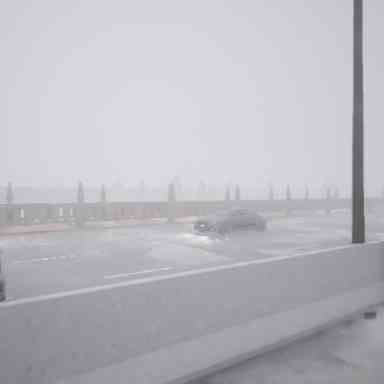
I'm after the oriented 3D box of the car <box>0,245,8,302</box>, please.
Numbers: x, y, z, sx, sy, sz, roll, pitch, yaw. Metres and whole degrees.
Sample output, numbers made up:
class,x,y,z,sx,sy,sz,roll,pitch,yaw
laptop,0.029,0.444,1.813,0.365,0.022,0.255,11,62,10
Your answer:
class,x,y,z,sx,sy,sz,roll,pitch,yaw
car,-5.573,1.221,4.318,5.566,2.045,2.150,0,0,-36

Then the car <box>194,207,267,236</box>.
class,x,y,z,sx,sy,sz,roll,pitch,yaw
car,2.179,1.565,18.443,4.181,1.385,1.994,0,0,-35
